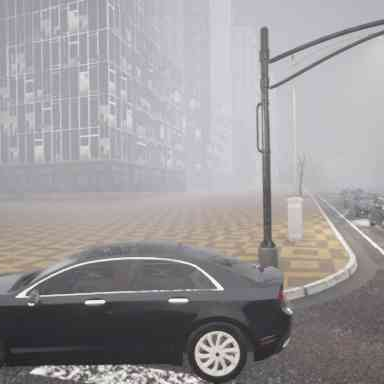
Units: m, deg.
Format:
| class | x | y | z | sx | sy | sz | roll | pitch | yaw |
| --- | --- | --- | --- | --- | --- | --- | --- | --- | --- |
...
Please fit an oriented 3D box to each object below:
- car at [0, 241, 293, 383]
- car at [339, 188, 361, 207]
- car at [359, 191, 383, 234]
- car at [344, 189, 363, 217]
| class | x | y | z | sx | sy | sz | roll | pitch | yaw |
| --- | --- | --- | --- | --- | --- | --- | --- | --- | --- |
| car | -1.093 | 1.505 | 4.778 | 4.892 | 1.490 | 1.837 | 0 | 0 | 0 |
| car | 13.008 | 0.454 | 26.793 | 2.128 | 1.511 | 4.902 | -1 | 2 | 18 |
| car | 8.983 | 0.928 | 14.429 | 2.128 | 1.511 | 4.902 | -1 | 2 | 18 |
| car | 11.023 | 0.759 | 20.726 | 1.994 | 1.385 | 4.181 | -1 | 2 | 17 |
